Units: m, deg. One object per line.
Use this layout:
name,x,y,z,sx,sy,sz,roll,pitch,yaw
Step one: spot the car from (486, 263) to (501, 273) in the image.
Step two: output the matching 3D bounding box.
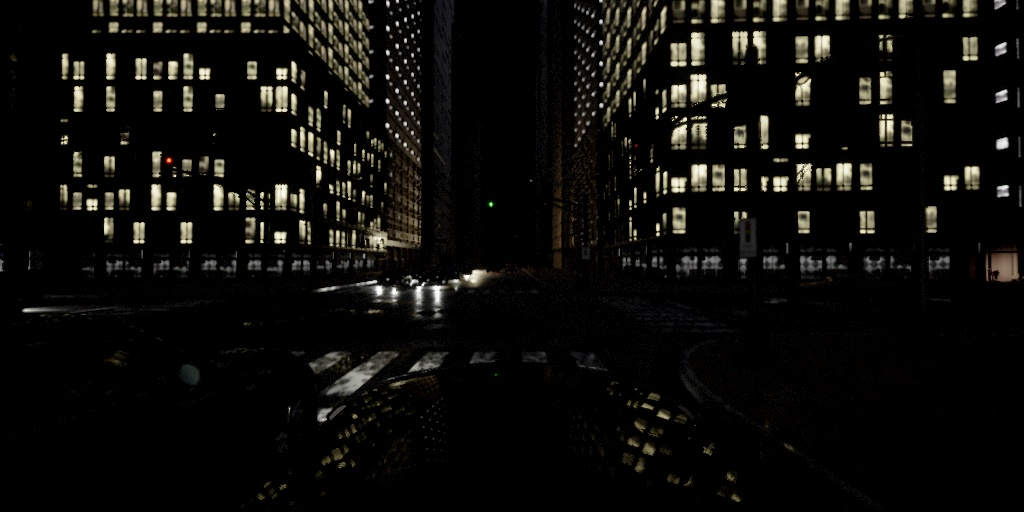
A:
car,-3.223,1.981,61.369,2.097,1.767,4.553,0,-1,-1

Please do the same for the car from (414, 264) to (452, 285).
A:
car,-6.636,1.678,30.691,1.812,1.442,4.674,0,-1,0

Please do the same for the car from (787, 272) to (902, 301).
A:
car,17.066,1.508,18.549,4.829,1.417,1.751,0,0,2

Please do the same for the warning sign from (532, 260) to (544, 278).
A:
warning sign,2.802,1.383,38.517,1.300,1.860,1.060,0,0,0

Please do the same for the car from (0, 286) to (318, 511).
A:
car,-3.150,1.106,2.050,2.097,1.767,4.553,0,-1,0

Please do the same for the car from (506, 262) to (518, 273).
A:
car,-0.079,2.196,61.531,1.994,1.385,4.181,0,-1,0

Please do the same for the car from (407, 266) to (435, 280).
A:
car,-9.891,1.847,39.459,1.994,1.385,4.181,0,-1,0

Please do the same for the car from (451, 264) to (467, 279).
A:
car,-6.650,1.777,40.565,1.882,1.535,5.008,0,-1,0

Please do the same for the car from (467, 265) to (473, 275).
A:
car,-6.651,2.018,50.541,1.994,1.385,4.181,0,-1,1

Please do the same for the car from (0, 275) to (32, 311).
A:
car,-22.459,1.485,14.210,4.181,1.385,1.994,0,-1,0

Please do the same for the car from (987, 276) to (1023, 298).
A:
car,26.901,1.565,18.077,4.207,1.307,1.802,0,0,2

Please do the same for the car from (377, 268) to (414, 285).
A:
car,-9.888,1.715,30.551,1.994,1.385,4.181,0,-1,0
